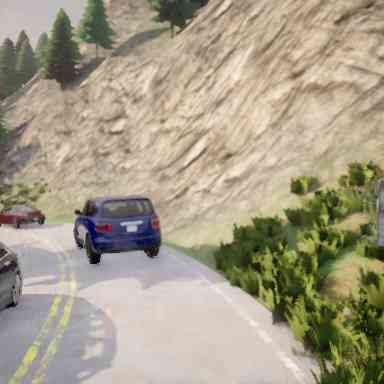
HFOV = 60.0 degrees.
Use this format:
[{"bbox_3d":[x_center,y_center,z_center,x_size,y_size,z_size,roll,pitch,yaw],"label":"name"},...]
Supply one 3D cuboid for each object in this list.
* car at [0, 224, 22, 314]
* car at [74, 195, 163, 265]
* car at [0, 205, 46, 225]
[{"bbox_3d":[-3.972,1.525,4.980,1.837,1.490,4.892,0,0,-15],"label":"car"},{"bbox_3d":[-2.833,1.137,11.883,2.150,2.045,5.566,-3,1,-25],"label":"car"},{"bbox_3d":[-11.739,1.611,22.735,4.674,1.442,1.812,-2,3,40],"label":"car"}]
